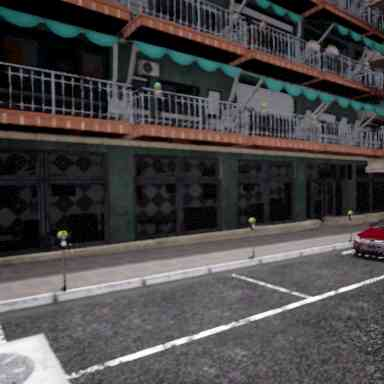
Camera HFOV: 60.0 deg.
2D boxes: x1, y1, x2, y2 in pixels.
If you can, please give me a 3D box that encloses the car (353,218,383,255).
[{"bbox_3d":[7.487,1.523,11.908,4.206,1.307,1.802,0,-1,-35],"label":"car"}]
